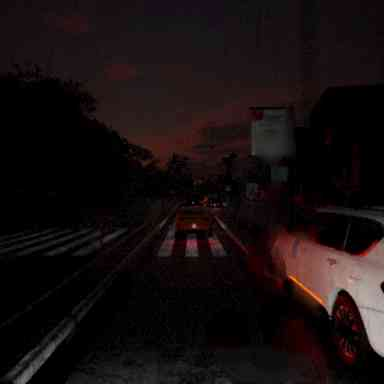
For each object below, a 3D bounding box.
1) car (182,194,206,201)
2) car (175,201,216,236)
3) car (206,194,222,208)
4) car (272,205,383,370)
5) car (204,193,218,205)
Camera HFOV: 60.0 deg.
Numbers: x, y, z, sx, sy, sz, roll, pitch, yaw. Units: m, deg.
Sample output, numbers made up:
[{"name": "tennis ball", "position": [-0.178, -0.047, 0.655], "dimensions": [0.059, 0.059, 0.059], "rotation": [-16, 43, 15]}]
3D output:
[{"name": "car", "position": [0.101, 1.193, 37.345], "dimensions": [2.150, 2.045, 5.566], "rotation": [0, 1, 0]}, {"name": "car", "position": [0.100, 1.487, 18.548], "dimensions": [1.882, 1.535, 5.008], "rotation": [0, 0, 0]}, {"name": "car", "position": [2.926, 1.302, 44.764], "dimensions": [1.837, 1.490, 4.892], "rotation": [0, 2, 0]}, {"name": "car", "position": [3.050, 1.235, 5.868], "dimensions": [2.435, 2.045, 5.566], "rotation": [0, 0, 0]}, {"name": "car", "position": [2.926, 1.053, 52.615], "dimensions": [1.882, 1.535, 5.008], "rotation": [0, 2, 0]}]
